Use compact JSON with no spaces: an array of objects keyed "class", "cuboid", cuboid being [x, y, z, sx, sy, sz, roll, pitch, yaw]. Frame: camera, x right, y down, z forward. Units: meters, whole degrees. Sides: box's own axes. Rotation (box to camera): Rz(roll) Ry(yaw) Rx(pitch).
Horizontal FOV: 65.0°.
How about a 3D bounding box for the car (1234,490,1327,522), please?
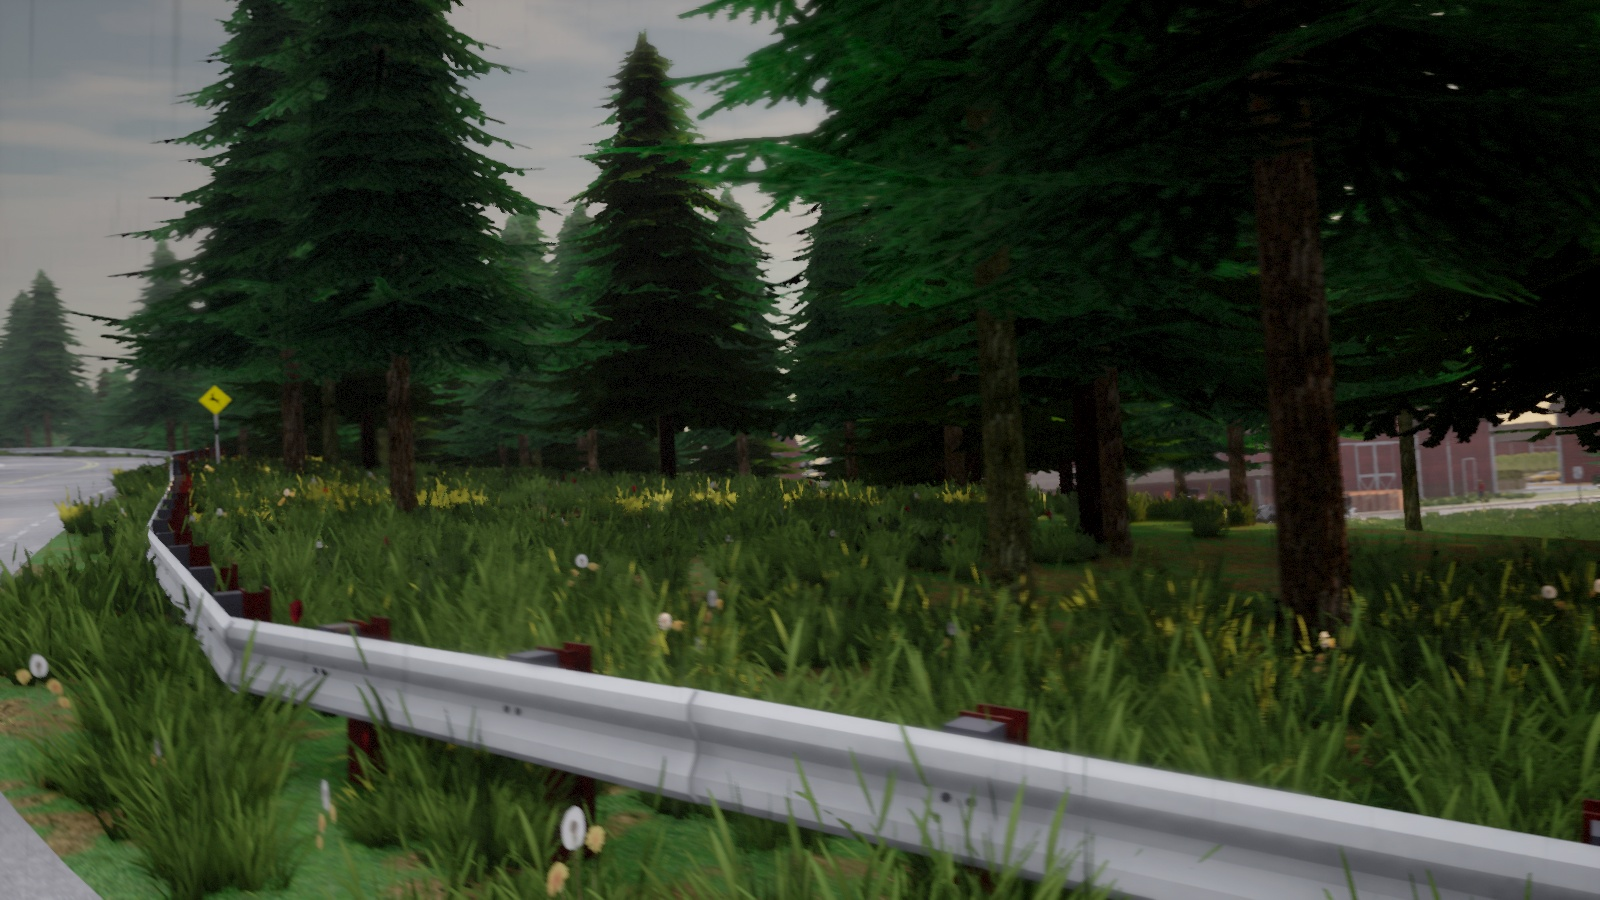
[{"class":"car","cuboid":[29.070,3.379,75.952,4.902,1.511,2.128,-4,-2,-18]}]
